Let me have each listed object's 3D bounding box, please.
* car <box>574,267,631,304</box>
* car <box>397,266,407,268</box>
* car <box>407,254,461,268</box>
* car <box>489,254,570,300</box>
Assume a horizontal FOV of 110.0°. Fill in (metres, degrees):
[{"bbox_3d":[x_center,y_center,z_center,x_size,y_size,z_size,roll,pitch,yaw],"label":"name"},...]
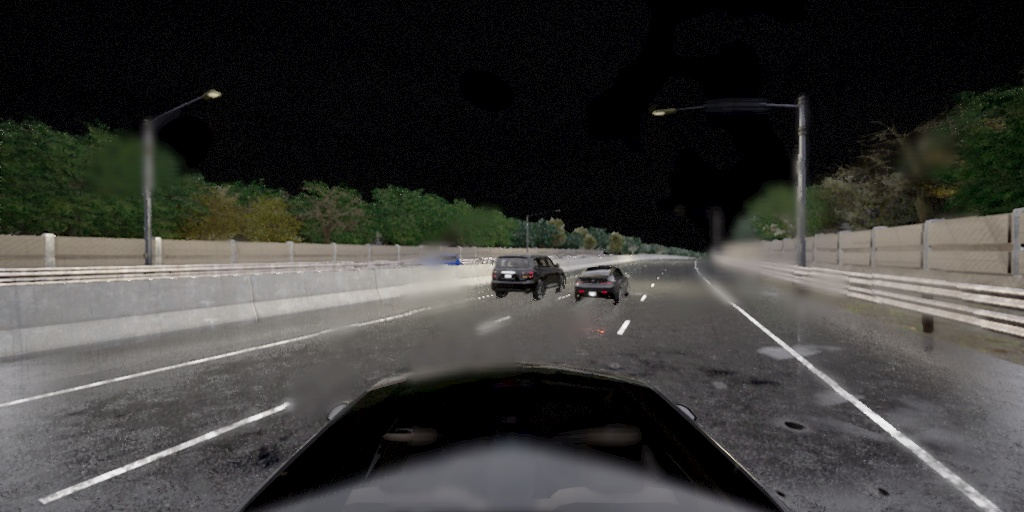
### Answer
[{"bbox_3d":[4.177,1.221,16.359,1.837,1.490,4.892,0,0,24],"label":"car"},{"bbox_3d":[-9.649,1.246,37.081,1.895,1.301,4.718,0,0,25],"label":"car"},{"bbox_3d":[-7.050,0.874,34.368,2.150,2.045,5.566,0,0,25],"label":"car"},{"bbox_3d":[0.955,0.940,17.734,2.150,2.045,5.566,0,0,24],"label":"car"}]
